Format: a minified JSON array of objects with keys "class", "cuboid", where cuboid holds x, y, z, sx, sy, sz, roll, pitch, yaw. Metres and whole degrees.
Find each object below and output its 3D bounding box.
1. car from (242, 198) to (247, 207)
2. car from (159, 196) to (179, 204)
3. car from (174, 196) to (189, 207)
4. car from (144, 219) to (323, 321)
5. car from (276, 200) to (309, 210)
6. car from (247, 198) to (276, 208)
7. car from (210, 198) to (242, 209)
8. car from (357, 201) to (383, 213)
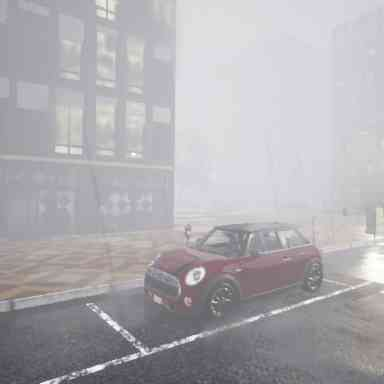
[{"class":"car","cuboid":[7.921,1.724,56.152,1.967,1.590,4.097,1,-1,-35]},{"class":"car","cuboid":[-5.205,1.722,74.652,2.192,1.841,5.009,1,-1,-35]},{"class":"car","cuboid":[-2.198,1.731,55.931,1.887,1.381,4.507,1,-1,-35]},{"class":"car","cuboid":[0.990,1.441,7.261,4.097,1.590,1.967,0,1,-36]},{"class":"car","cuboid":[14.484,1.805,46.901,1.802,1.307,4.206,1,-1,-35]},{"class":"car","cuboid":[11.203,1.798,51.527,1.887,1.381,4.507,1,-1,-35]},{"class":"car","cuboid":[4.365,1.676,46.682,2.008,1.369,4.403,1,-1,-35]},{"class":"car","cuboid":[21.047,1.728,37.653,1.947,1.339,4.313,1,-1,-35]}]
